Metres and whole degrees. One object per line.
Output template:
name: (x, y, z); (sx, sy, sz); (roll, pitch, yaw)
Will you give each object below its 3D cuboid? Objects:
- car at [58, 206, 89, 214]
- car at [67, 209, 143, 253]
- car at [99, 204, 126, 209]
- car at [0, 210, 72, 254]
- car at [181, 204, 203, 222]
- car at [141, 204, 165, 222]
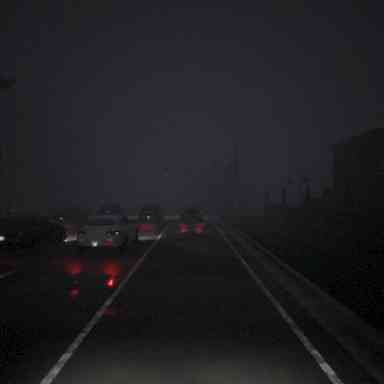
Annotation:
car: (-10.530, 1.885, 29.082); (1.895, 1.301, 4.718); (0, -1, 0)
car: (-3.512, 1.667, 14.363); (1.812, 1.442, 4.674); (0, 0, 0)
car: (-7.028, 1.794, 29.289); (1.837, 1.490, 4.892); (0, 0, 0)
car: (-7.013, 1.704, 14.258); (1.994, 1.385, 4.181); (0, -1, 0)
car: (-0.022, 1.812, 29.369); (1.812, 1.442, 4.674); (0, 0, 0)
car: (-3.528, 1.794, 29.298); (1.837, 1.490, 4.892); (0, 0, 0)
